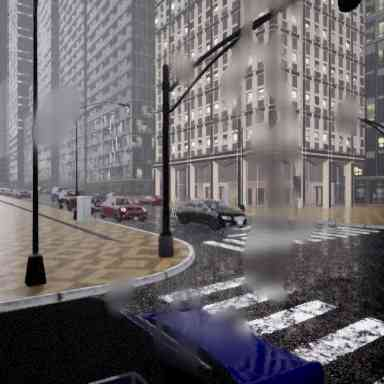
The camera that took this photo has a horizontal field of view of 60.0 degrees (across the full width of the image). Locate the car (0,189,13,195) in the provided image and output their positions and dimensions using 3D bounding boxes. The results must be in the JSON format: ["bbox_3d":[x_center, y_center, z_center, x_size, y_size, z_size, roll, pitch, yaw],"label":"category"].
[{"bbox_3d":[-40.283,0.015,72.100,1.947,1.339,4.313,1,0,-36],"label":"car"}]

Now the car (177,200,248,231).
[{"bbox_3d":[1.020,1.233,18.785,2.128,1.511,4.902,0,1,-36],"label":"car"}]

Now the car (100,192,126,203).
[{"bbox_3d":[-10.903,0.707,45.432,1.752,1.417,4.829,1,0,-36],"label":"car"}]

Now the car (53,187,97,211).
[{"bbox_3d":[-11.091,0.729,31.295,2.192,1.841,5.009,1,0,-36],"label":"car"}]

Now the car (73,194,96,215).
[{"bbox_3d":[-7.855,1.103,26.762,1.802,1.307,4.206,1,0,-36],"label":"car"}]

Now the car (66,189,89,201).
[{"bbox_3d":[-17.187,0.400,49.737,2.097,1.767,4.553,0,1,-36],"label":"car"}]

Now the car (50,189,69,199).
[{"bbox_3d":[-23.132,0.329,58.050,1.882,1.535,5.008,0,1,-36],"label":"car"}]

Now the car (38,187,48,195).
[{"bbox_3d":[-33.514,-0.020,77.041,1.887,1.381,4.507,1,0,-36],"label":"car"}]

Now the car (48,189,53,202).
[{"bbox_3d":[-16.998,0.359,44.051,2.150,2.045,5.566,0,2,-35],"label":"car"}]

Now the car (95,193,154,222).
[{"bbox_3d":[-4.608,1.068,22.228,1.967,1.590,4.097,1,0,-36],"label":"car"}]

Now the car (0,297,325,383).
[{"bbox_3d":[-1.321,1.601,2.131,4.718,1.301,1.895,0,0,-34],"label":"car"}]

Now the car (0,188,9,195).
[{"bbox_3d":[-43.526,-0.113,76.633,1.887,1.381,4.507,1,0,-36],"label":"car"}]

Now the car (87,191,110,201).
[{"bbox_3d":[-14.050,0.643,49.829,1.947,1.339,4.313,1,0,-36],"label":"car"}]

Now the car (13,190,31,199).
[{"bbox_3d":[-27.311,0.422,53.965,1.887,1.381,4.507,1,0,-36],"label":"car"}]

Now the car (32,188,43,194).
[{"bbox_3d":[-40.002,-0.213,86.112,1.947,1.339,4.313,1,0,-36],"label":"car"}]

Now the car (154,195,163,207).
[{"bbox_3d":[-4.318,0.981,36.221,1.802,1.307,4.206,1,0,-36],"label":"car"}]

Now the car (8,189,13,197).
[{"bbox_3d":[-30.554,0.321,58.498,2.008,1.369,4.403,1,0,-36],"label":"car"}]

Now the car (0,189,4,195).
[{"bbox_3d":[-37.040,0.107,67.566,2.008,1.369,4.403,1,0,-36],"label":"car"}]

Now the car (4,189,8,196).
[{"bbox_3d":[-33.797,0.208,63.032,1.887,1.381,4.507,1,0,-36],"label":"car"}]
